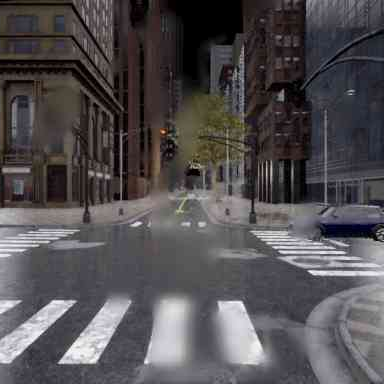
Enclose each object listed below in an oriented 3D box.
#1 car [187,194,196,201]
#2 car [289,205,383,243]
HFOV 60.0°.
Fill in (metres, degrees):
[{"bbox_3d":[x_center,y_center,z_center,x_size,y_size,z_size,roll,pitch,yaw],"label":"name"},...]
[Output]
[{"bbox_3d":[-0.048,1.109,70.754,1.812,1.442,4.674,0,1,0],"label":"car"},{"bbox_3d":[7.075,1.400,16.094,4.553,1.767,2.097,0,0,6],"label":"car"}]
